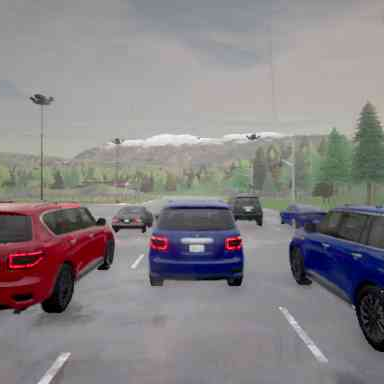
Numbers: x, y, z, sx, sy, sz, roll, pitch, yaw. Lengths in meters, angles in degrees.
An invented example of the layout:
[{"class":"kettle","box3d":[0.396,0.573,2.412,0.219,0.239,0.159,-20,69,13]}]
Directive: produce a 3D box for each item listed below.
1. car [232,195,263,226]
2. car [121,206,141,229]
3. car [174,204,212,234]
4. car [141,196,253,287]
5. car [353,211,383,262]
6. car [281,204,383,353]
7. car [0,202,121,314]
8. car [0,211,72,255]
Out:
[{"class":"car","box3d":[3.570,1.230,23.770,2.150,2.045,5.566,0,0,0]},{"class":"car","box3d":[-3.426,1.555,19.976,2.033,1.411,5.357,0,0,0]},{"class":"car","box3d":[0.075,1.555,20.530,2.033,1.411,5.357,0,0,0]},{"class":"car","box3d":[0.084,1.226,9.445,2.150,2.045,5.566,0,0,0]},{"class":"car","box3d":[7.087,1.481,10.196,1.882,1.535,5.008,0,0,0]},{"class":"car","box3d":[3.608,1.226,6.282,2.150,2.045,5.566,0,0,-1]},{"class":"car","box3d":[-3.418,1.226,7.742,2.150,2.045,5.566,0,0,0]},{"class":"car","box3d":[-6.917,1.606,14.192,1.895,1.301,4.718,0,0,0]}]
